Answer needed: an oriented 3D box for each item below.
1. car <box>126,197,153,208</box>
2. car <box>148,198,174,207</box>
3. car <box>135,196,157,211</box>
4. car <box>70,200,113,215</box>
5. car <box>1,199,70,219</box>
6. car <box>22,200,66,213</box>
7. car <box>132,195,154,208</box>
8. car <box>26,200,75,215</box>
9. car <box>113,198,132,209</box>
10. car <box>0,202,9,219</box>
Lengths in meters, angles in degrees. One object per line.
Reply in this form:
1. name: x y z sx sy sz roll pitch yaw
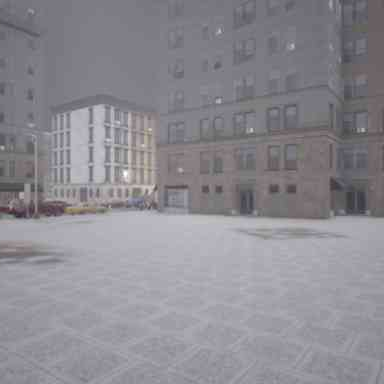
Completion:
1. car: -8.373 1.664 53.538 1.967 1.590 4.097 0 0 36
2. car: -5.298 1.752 57.780 1.752 1.417 4.829 0 0 36
3. car: -5.051 1.652 44.448 1.967 1.590 4.097 0 0 36
4. car: -11.300 1.732 35.827 1.752 1.417 4.829 0 0 36
5. car: -14.576 1.520 31.310 2.192 1.841 5.009 0 0 36
6. car: -17.897 1.767 40.400 2.008 1.369 4.403 0 0 36
7. car: -7.793 1.442 49.977 2.150 2.045 5.566 0 0 36
8. car: -16.244 1.717 38.361 1.837 1.490 4.892 0 0 36
9. car: -11.548 1.766 49.159 1.887 1.381 4.507 0 0 36
10. car: -17.750 1.753 26.930 2.008 1.369 4.403 0 0 36
